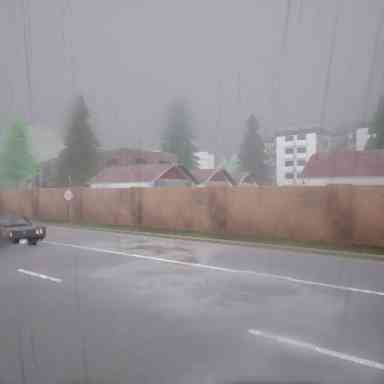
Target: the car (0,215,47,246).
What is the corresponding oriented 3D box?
[{"bbox_3d":[-8.293,1.616,14.084,4.718,1.301,1.895,0,0,36],"label":"car"}]
